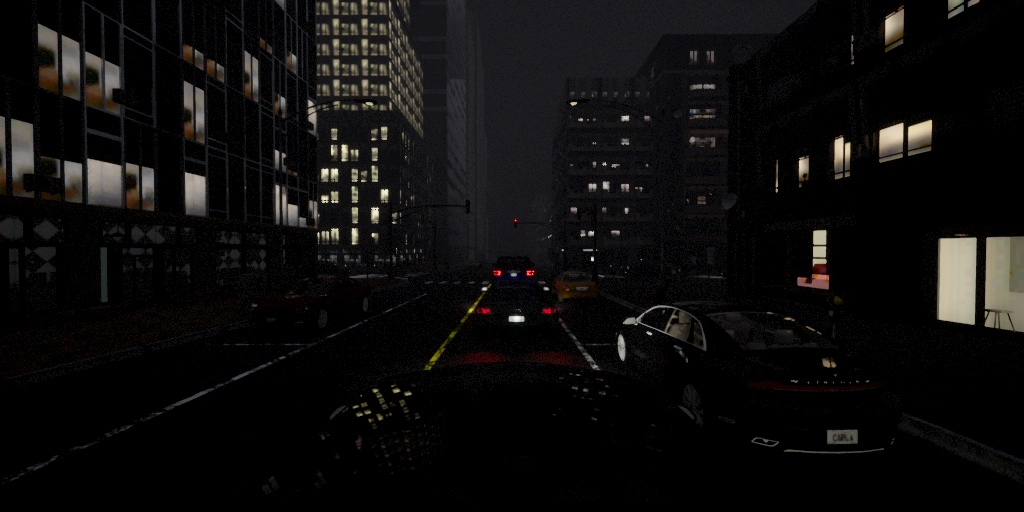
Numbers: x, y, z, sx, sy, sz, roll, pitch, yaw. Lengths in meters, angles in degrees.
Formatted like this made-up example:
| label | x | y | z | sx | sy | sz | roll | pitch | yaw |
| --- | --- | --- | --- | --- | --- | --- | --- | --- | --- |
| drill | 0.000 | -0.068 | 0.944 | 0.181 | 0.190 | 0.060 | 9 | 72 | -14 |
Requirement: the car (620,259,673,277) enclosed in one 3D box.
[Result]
| label | x | y | z | sx | sy | sz | roll | pitch | yaw |
| --- | --- | --- | --- | --- | --- | --- | --- | --- | --- |
| car | 13.600 | 1.195 | 37.066 | 4.553 | 1.767 | 2.097 | 0 | 1 | 0 |

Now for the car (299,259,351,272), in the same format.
| label | x | y | z | sx | sy | sz | roll | pitch | yaw |
| --- | --- | --- | --- | --- | --- | --- | --- | --- | --- |
| car | -17.870 | 1.154 | 34.321 | 4.674 | 1.442 | 1.812 | 1 | 1 | 2 |

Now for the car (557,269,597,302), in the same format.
| label | x | y | z | sx | sy | sz | roll | pitch | yaw |
| --- | --- | --- | --- | --- | --- | --- | --- | --- | --- |
| car | 2.813 | 1.271 | 16.687 | 1.751 | 1.417 | 4.829 | 0 | 0 | 0 |

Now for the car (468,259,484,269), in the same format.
| label | x | y | z | sx | sy | sz | roll | pitch | yaw |
| --- | --- | --- | --- | --- | --- | --- | --- | --- | --- |
| car | -5.710 | 1.264 | 54.299 | 1.751 | 1.417 | 4.829 | 0 | 0 | 0 |

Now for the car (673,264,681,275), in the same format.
| label | x | y | z | sx | sy | sz | roll | pitch | yaw |
| --- | --- | --- | --- | --- | --- | --- | --- | --- | --- |
| car | 16.294 | 1.373 | 39.661 | 4.403 | 1.370 | 2.007 | 0 | 0 | 1 |

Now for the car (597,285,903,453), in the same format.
| label | x | y | z | sx | sy | sz | roll | pitch | yaw |
| --- | --- | --- | --- | --- | --- | --- | --- | --- | --- |
| car | 2.817 | 1.299 | 5.228 | 2.007 | 1.370 | 4.403 | 0 | 0 | 0 |

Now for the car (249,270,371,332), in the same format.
| label | x | y | z | sx | sy | sz | roll | pitch | yaw |
| --- | --- | --- | --- | --- | --- | --- | --- | --- | --- |
| car | -5.825 | 1.292 | 10.927 | 1.888 | 1.381 | 4.507 | 0 | 0 | 0 |

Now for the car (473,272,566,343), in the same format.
| label | x | y | z | sx | sy | sz | roll | pitch | yaw |
| --- | --- | --- | --- | --- | --- | --- | --- | --- | --- |
| car | 0.095 | 1.312 | 9.652 | 1.994 | 1.385 | 4.181 | 0 | 0 | 0 |

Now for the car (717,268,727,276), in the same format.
| label | x | y | z | sx | sy | sz | roll | pitch | yaw |
| --- | --- | --- | --- | --- | --- | --- | --- | --- | --- |
| car | 24.299 | 1.479 | 36.954 | 5.357 | 1.411 | 2.033 | 0 | 1 | 1 |

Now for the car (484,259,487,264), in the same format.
| label | x | y | z | sx | sy | sz | roll | pitch | yaw |
| --- | --- | --- | --- | --- | --- | --- | --- | --- | --- |
| car | -5.713 | 1.304 | 60.123 | 1.948 | 1.339 | 4.313 | 0 | 0 | 0 |

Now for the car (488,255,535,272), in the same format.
| label | x | y | z | sx | sy | sz | roll | pitch | yaw |
| --- | --- | --- | --- | --- | --- | --- | --- | --- | --- |
| car | 0.087 | 0.967 | 19.459 | 2.150 | 2.045 | 5.566 | 0 | 0 | 0 |

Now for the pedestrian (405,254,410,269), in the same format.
| label | x | y | z | sx | sy | sz | roll | pitch | yaw |
| --- | --- | --- | --- | --- | --- | --- | --- | --- | --- |
| pedestrian | -12.564 | 0.670 | 42.984 | 0.375 | 1.860 | 0.375 | 0 | 0 | 1 |
